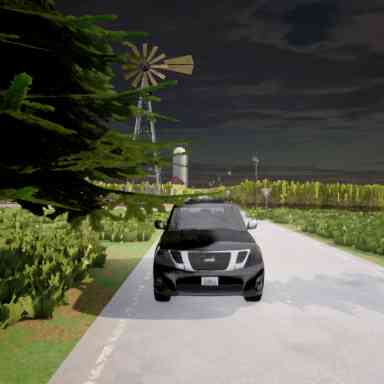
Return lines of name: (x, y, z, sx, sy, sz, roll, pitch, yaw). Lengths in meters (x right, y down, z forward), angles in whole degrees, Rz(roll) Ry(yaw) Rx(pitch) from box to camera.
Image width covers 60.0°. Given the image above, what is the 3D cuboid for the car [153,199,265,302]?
car: (0.330, 1.221, 8.638, 2.150, 2.045, 5.566, 0, 0, 0)
